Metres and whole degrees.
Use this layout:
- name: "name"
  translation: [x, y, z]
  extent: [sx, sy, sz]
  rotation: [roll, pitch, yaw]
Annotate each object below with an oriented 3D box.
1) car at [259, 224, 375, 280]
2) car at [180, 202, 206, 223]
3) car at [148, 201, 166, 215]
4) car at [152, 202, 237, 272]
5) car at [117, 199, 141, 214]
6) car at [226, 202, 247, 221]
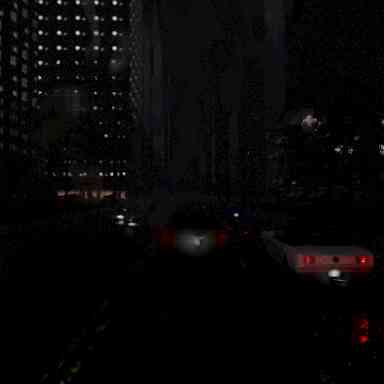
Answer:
- name: "car"
  translation: [3.328, 1.611, 9.970]
  extent: [1.895, 1.301, 4.718]
  rotation: [0, 0, 0]
- name: "car"
  translation: [0.078, 1.584, 26.847]
  extent: [1.994, 1.385, 4.181]
  rotation: [0, 0, 0]
- name: "car"
  translation: [-3.346, 1.585, 34.473]
  extent: [1.994, 1.385, 4.181]
  rotation: [0, 0, 0]
- name: "car"
  translation: [0.078, 1.364, 10.988]
  extent: [2.097, 1.767, 4.553]
  rotation: [0, 0, 0]
- name: "car"
  translation: [-6.594, 1.513, 35.145]
  extent: [2.128, 1.511, 4.902]
  rotation: [0, 0, 0]
- name: "car"
  translation: [3.323, 1.546, 27.260]
  extent: [1.812, 1.442, 4.674]
  rotation: [0, 0, 0]
